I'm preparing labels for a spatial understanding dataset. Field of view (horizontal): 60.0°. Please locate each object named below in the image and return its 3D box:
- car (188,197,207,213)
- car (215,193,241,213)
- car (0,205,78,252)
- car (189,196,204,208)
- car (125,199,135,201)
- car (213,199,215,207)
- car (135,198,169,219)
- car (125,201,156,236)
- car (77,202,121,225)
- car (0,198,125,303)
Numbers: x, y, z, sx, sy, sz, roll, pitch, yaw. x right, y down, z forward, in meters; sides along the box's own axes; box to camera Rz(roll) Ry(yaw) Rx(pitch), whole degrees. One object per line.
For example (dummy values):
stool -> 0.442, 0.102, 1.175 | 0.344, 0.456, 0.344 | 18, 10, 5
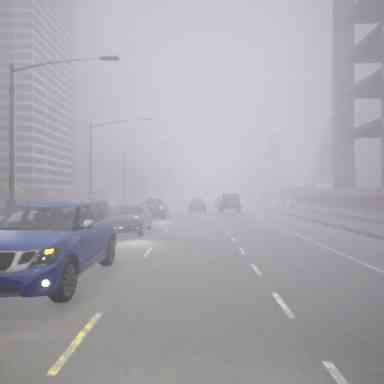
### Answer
car -> 0.592, 1.497, 36.705 | 1.994, 1.385, 4.181 | 0, 0, 1
car -> 3.979, 1.158, 35.772 | 2.150, 2.045, 5.566 | 0, 0, 1
car -> -6.921, 1.446, 14.780 | 1.882, 1.535, 5.008 | 0, 0, 1
car -> 0.675, 1.405, 47.918 | 2.128, 1.511, 4.902 | 0, 0, 1
car -> -6.592, 1.458, 34.620 | 1.812, 1.442, 4.674 | 0, 0, 1
car -> 4.174, 1.421, 47.964 | 1.837, 1.490, 4.892 | 0, 1, 1
car -> -3.197, 1.297, 28.608 | 2.097, 1.767, 4.553 | 0, 0, 1
car -> -3.359, 1.469, 18.453 | 1.837, 1.490, 4.892 | 0, 0, 1
car -> -6.764, 1.514, 24.698 | 1.994, 1.385, 4.181 | 0, 0, 1
car -> -3.497, 1.204, 8.536 | 2.150, 2.045, 5.566 | 0, 0, 1
